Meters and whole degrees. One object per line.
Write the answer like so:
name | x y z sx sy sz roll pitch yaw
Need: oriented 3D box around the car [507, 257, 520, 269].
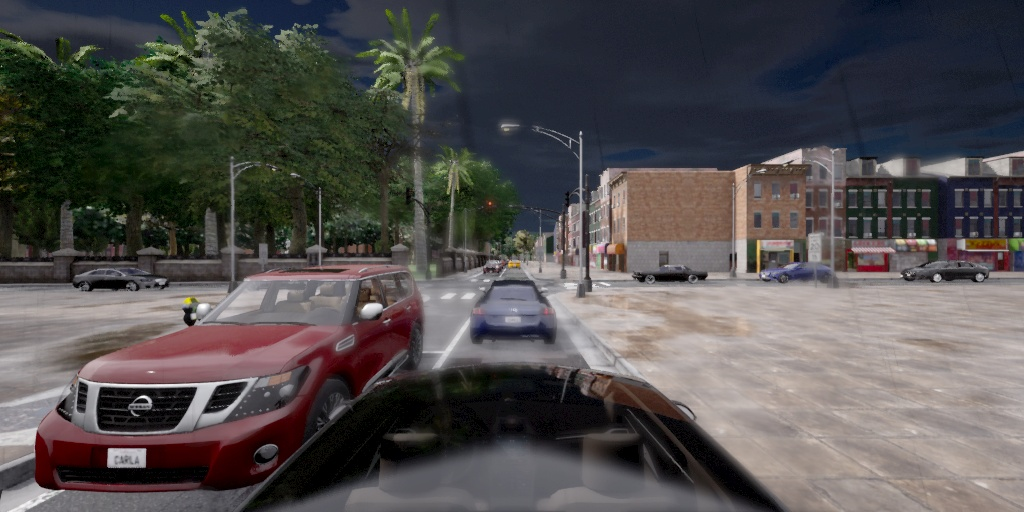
car | 0.448 1.388 61.906 1.882 1.535 5.008 0 0 0

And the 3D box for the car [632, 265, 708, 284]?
car | 10.982 1.279 25.271 4.718 1.301 1.895 0 0 1

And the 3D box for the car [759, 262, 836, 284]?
car | 20.030 1.145 25.218 4.674 1.442 1.812 0 0 0

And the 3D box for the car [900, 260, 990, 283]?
car | 30.271 1.072 25.167 4.892 1.490 1.837 0 0 0

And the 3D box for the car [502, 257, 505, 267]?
car | -2.365 1.290 48.803 1.967 1.591 4.097 0 0 0

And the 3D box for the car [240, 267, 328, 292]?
car | -14.143 1.456 22.427 4.181 1.385 1.994 -1 0 0

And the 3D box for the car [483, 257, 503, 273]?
car | -2.399 1.268 43.115 1.967 1.591 4.097 0 0 0

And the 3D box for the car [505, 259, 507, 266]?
car | -2.299 1.484 60.180 1.802 1.307 4.207 0 0 0

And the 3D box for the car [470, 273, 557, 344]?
car | 0.042 1.316 9.585 1.994 1.385 4.181 0 0 0

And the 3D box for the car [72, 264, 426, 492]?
car | -2.622 1.065 4.970 2.192 1.841 5.009 0 0 0
